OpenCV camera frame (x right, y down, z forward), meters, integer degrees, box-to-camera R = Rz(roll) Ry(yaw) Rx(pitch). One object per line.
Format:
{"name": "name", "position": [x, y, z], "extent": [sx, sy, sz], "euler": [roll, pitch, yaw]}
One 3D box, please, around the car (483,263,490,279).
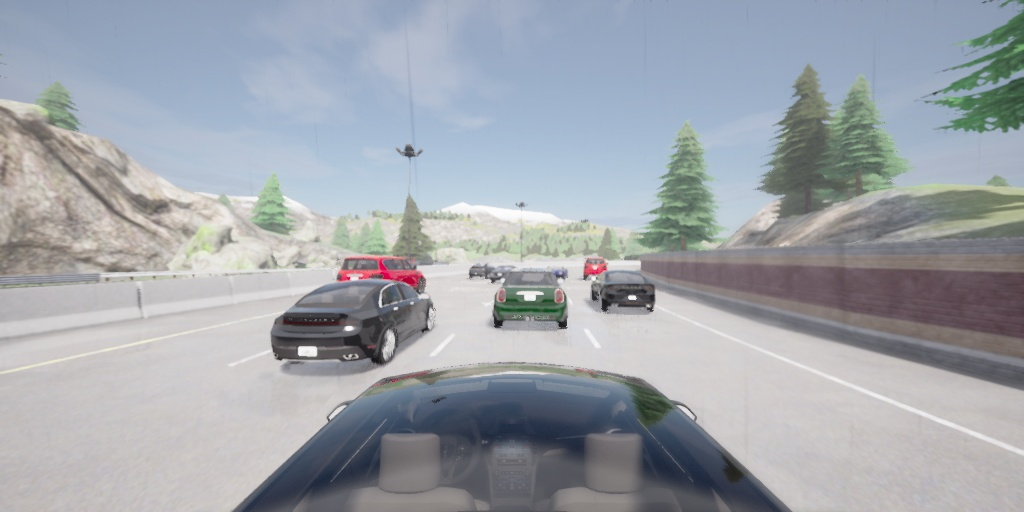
{"name": "car", "position": [-0.398, 1.436, 29.186], "extent": [2.033, 1.411, 5.357], "euler": [0, 0, 12]}

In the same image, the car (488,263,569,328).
{"name": "car", "position": [0.646, 1.156, 11.800], "extent": [2.097, 1.767, 4.553], "euler": [0, 0, 4]}

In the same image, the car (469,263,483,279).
{"name": "car", "position": [-2.670, 1.400, 34.720], "extent": [2.128, 1.511, 4.902], "euler": [0, 0, 14]}

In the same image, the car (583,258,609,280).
{"name": "car", "position": [7.983, 1.167, 34.147], "extent": [2.150, 2.045, 5.566], "euler": [0, 0, 14]}

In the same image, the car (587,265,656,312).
{"name": "car", "position": [4.434, 1.311, 14.898], "extent": [1.882, 1.535, 5.008], "euler": [0, 0, 6]}

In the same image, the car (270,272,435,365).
{"name": "car", "position": [-3.127, 1.276, 8.098], "extent": [1.837, 1.490, 4.892], "euler": [0, 0, 3]}

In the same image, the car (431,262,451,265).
{"name": "car", "position": [-9.787, 1.501, 48.620], "extent": [2.033, 1.411, 5.357], "euler": [0, 0, 19]}

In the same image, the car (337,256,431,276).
{"name": "car", "position": [-5.917, 1.027, 16.839], "extent": [2.150, 2.045, 5.566], "euler": [0, 0, 6]}

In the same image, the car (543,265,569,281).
{"name": "car", "position": [4.158, 1.528, 33.324], "extent": [1.895, 1.301, 4.718], "euler": [0, 0, 14]}
